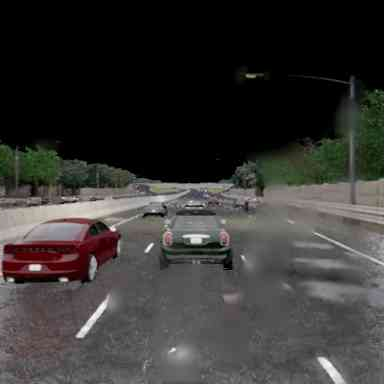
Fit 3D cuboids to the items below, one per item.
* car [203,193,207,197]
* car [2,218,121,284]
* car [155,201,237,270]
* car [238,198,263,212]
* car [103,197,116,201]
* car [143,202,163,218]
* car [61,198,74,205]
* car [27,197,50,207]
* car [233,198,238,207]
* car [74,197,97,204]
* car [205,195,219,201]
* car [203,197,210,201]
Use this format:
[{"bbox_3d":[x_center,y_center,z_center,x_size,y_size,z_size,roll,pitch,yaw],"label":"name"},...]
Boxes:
[{"bbox_3d":[4.462,1.683,95.029,1.882,1.535,5.008,0,0,1],"label":"car"},{"bbox_3d":[-3.384,1.481,9.655,1.882,1.535,5.008,0,0,0],"label":"car"},{"bbox_3d":[0.121,1.357,11.249,2.097,1.767,4.553,0,0,0],"label":"car"},{"bbox_3d":[7.095,1.538,39.336,2.128,1.511,4.902,0,0,2],"label":"car"},{"bbox_3d":[-13.713,1.615,55.158,1.812,1.442,4.674,0,0,1],"label":"car"},{"bbox_3d":[-3.288,1.590,30.652,1.994,1.385,4.181,0,0,0],"label":"car"},{"bbox_3d":[-20.676,1.694,56.768,1.895,1.301,4.718,0,0,1],"label":"car"},{"bbox_3d":[-24.239,1.583,52.785,1.837,1.490,4.892,0,0,1],"label":"car"},{"bbox_3d":[7.283,1.641,50.048,1.994,1.385,4.181,0,0,1],"label":"car"},{"bbox_3d":[-17.214,1.591,54.978,1.837,1.490,4.892,0,0,1],"label":"car"},{"bbox_3d":[3.924,1.717,62.416,1.895,1.301,4.718,0,0,1],"label":"car"},{"bbox_3d":[0.207,1.517,29.844,2.128,1.511,4.902,0,0,0],"label":"car"}]
